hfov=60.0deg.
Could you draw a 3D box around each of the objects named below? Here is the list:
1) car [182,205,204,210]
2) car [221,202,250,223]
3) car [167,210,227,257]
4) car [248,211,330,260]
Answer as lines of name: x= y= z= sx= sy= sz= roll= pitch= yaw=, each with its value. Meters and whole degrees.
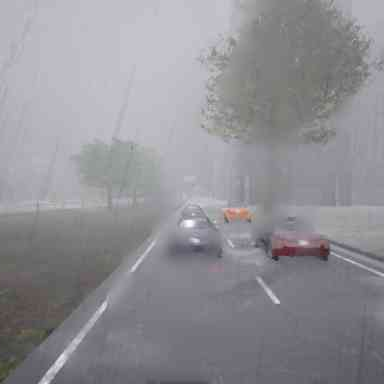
car: x=0.104 y=1.799 z=28.764 sx=1.994 sy=1.385 sz=4.181 roll=0 pitch=-1 yaw=0
car: x=3.603 y=1.579 z=28.034 sx=2.097 sy=1.767 sz=4.553 roll=0 pitch=-1 yaw=0
car: x=0.098 y=1.633 z=13.243 sx=1.994 sy=1.385 sz=4.181 roll=0 pitch=-1 yaw=0
car: x=3.597 y=1.628 z=12.700 sx=1.994 sy=1.385 sz=4.181 roll=0 pitch=-1 yaw=0
